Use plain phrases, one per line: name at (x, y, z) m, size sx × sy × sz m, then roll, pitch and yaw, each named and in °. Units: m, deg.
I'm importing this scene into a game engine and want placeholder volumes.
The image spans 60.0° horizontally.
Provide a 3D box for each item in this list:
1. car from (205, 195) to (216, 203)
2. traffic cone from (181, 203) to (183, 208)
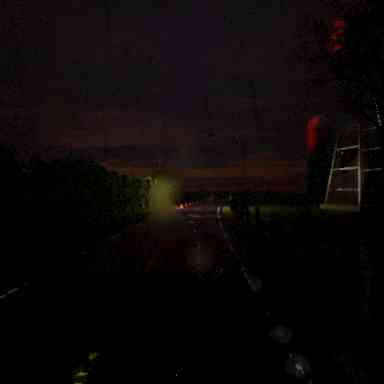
car at (3.882, 1.460, 69.911) m, size 1.812 × 1.442 × 4.674 m, roll 0°, pitch 0°, yaw 9°
traffic cone at (-1.463, 1.909, 46.690) m, size 0.340 × 0.580 × 0.340 m, roll 0°, pitch 0°, yaw 6°
